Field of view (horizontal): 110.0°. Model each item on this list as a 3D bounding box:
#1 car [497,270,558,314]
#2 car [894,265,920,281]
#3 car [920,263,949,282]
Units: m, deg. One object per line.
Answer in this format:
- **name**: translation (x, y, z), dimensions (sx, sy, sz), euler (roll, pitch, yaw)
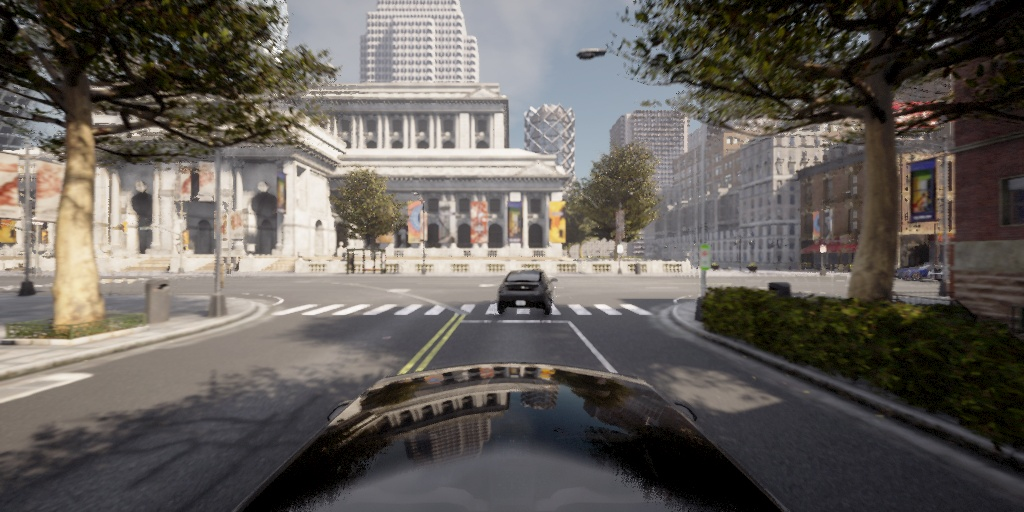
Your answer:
- **car**: translation (0.661, 1.279, 13.949), dimensions (1.837, 1.490, 4.892), euler (-1, 0, 9)
- **car**: translation (35.013, 1.333, 29.940), dimensions (4.674, 1.442, 1.812), euler (0, 0, 15)
- **car**: translation (34.796, 1.022, 26.483), dimensions (5.566, 2.045, 2.150), euler (0, 0, 15)
